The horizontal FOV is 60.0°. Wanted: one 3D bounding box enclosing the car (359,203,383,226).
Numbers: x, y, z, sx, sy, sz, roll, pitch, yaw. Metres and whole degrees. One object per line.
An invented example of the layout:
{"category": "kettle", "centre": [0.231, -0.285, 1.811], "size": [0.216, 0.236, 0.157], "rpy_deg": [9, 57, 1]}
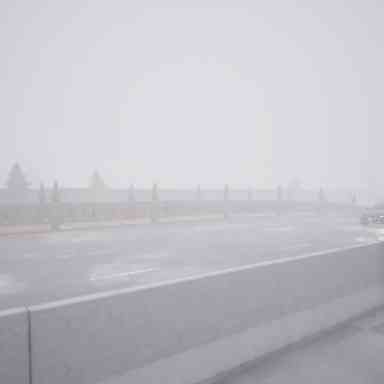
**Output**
{"category": "car", "centre": [12.852, 1.463, 21.751], "size": [4.892, 1.490, 1.837], "rpy_deg": [1, -1, -35]}
